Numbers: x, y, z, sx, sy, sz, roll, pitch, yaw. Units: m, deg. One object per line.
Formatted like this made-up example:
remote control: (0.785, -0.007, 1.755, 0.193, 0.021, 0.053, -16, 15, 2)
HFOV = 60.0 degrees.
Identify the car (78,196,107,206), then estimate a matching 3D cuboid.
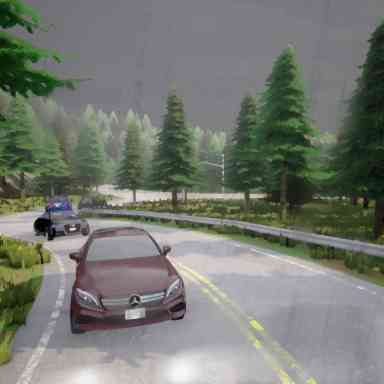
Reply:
car: (-12.694, 1.289, 42.814, 2.097, 1.767, 4.553, 2, 2, 13)

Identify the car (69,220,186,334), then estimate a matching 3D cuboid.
car: (-1.518, 1.523, 7.069, 1.812, 1.442, 4.674, -2, 0, -17)

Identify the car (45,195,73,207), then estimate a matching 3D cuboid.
car: (-12.844, 1.326, 32.226, 2.150, 2.045, 5.566, -1, 0, -18)

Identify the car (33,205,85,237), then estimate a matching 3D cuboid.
car: (-7.044, 1.664, 17.775, 1.994, 1.385, 4.181, -4, 2, -38)
